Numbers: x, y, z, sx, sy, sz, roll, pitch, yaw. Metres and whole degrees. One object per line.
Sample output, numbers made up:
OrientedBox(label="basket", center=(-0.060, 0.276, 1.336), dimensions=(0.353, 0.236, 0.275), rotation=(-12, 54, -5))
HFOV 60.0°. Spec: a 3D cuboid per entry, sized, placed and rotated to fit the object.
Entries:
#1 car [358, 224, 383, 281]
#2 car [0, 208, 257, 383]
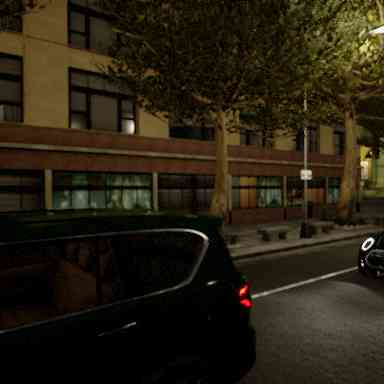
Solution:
OrientedBox(label="car", center=(6.227, 1.240, 8.487), dimensions=(4.553, 1.767, 2.097), rotation=(-1, 0, -36))
OrientedBox(label="car", center=(-1.954, 1.224, 2.604), dimensions=(5.566, 2.045, 2.150), rotation=(-1, 0, -35))
